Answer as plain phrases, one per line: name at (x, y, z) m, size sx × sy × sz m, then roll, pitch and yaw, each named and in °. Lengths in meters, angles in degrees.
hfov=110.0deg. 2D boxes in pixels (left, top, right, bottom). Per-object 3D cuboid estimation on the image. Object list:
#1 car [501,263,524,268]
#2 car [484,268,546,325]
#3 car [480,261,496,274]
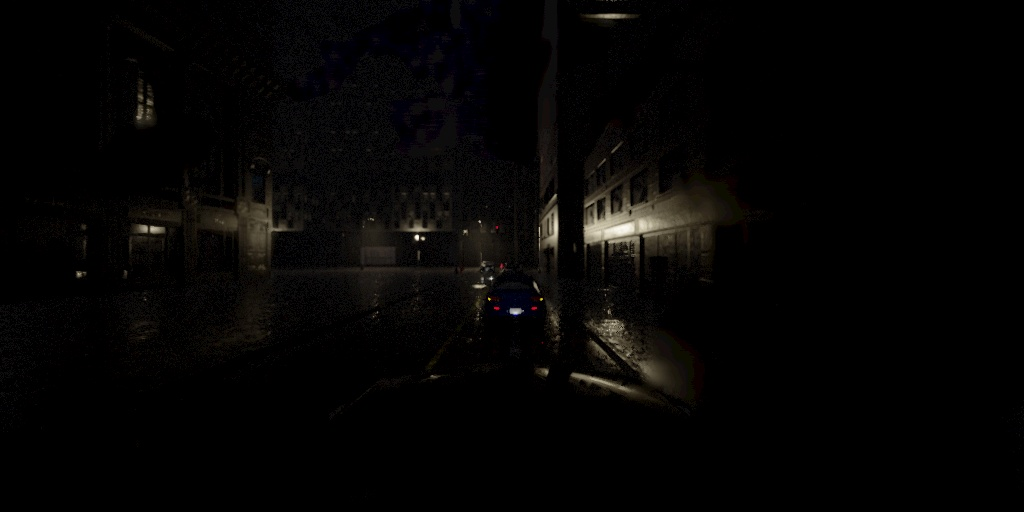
car at (0.083, 1.371, 32.304) m, size 2.128 × 1.511 × 4.902 m, roll 0°, pitch 0°, yaw 0°
car at (0.093, 1.319, 11.966) m, size 1.812 × 1.442 × 4.674 m, roll 0°, pitch 0°, yaw 0°
car at (-3.028, 1.427, 45.455) m, size 2.128 × 1.511 × 4.902 m, roll 0°, pitch 0°, yaw 0°
